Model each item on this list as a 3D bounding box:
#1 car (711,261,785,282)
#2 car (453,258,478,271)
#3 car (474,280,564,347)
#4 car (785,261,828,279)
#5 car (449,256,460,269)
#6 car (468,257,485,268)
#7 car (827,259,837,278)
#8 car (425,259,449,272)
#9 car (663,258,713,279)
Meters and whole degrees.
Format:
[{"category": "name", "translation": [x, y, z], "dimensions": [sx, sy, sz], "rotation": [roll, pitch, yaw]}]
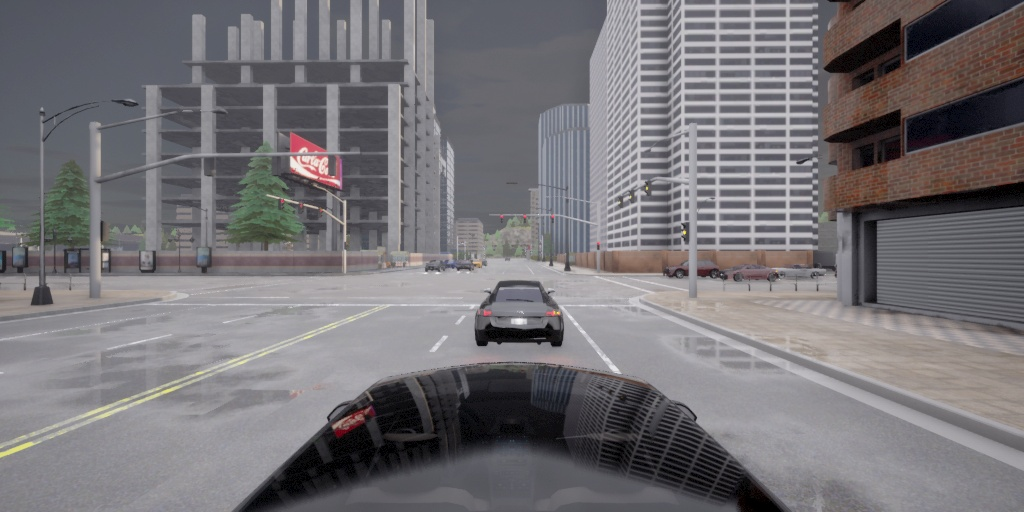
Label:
[{"category": "car", "translation": [18.805, 1.314, 28.738], "dimensions": [4.181, 1.385, 1.994], "rotation": [0, 0, 1]}, {"category": "car", "translation": [-6.269, 1.297, 49.073], "dimensions": [2.033, 1.411, 5.357], "rotation": [0, 0, 1]}, {"category": "car", "translation": [0.192, 1.314, 9.372], "dimensions": [1.994, 1.385, 4.181], "rotation": [0, 0, 1]}, {"category": "car", "translation": [25.074, 1.351, 32.153], "dimensions": [4.718, 1.301, 1.895], "rotation": [0, 0, 1]}, {"category": "car", "translation": [-9.641, 1.227, 55.685], "dimensions": [1.882, 1.535, 5.008], "rotation": [0, 0, 1]}, {"category": "car", "translation": [-6.066, 1.227, 59.381], "dimensions": [1.882, 1.535, 5.008], "rotation": [0, 0, 1]}, {"category": "car", "translation": [28.691, 1.227, 28.597], "dimensions": [5.008, 1.535, 1.882], "rotation": [0, 0, 1]}, {"category": "car", "translation": [-9.820, 1.254, 46.191], "dimensions": [1.837, 1.490, 4.892], "rotation": [0, 0, 1]}, {"category": "car", "translation": [16.081, 1.102, 32.273], "dimensions": [4.553, 1.767, 2.097], "rotation": [0, 0, 1]}]
